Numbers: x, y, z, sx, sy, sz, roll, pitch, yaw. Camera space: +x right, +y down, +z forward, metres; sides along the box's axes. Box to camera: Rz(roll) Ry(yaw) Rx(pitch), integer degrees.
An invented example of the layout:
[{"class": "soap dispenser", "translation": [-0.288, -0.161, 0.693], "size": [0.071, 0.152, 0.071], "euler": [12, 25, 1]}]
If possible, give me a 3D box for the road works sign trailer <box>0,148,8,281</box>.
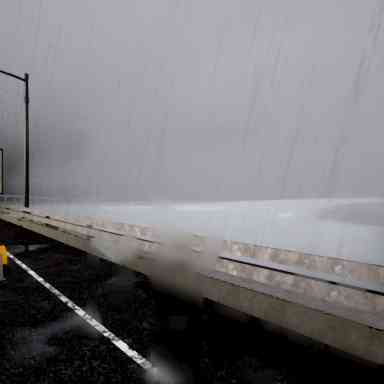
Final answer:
[{"class": "road works sign trailer", "translation": [-6.477, 0.468, 8.991], "size": [2.380, 3.560, 2.880], "euler": [0, 0, -38]}]
